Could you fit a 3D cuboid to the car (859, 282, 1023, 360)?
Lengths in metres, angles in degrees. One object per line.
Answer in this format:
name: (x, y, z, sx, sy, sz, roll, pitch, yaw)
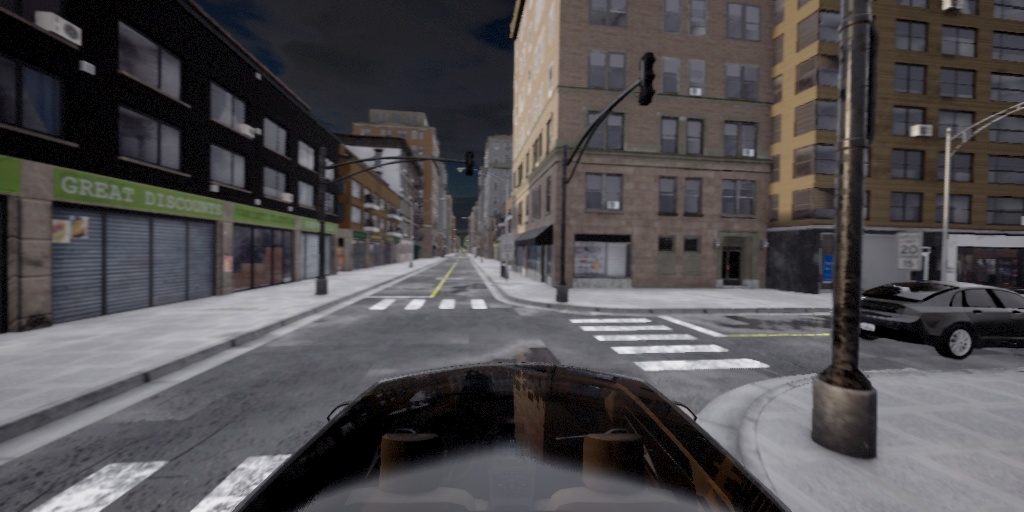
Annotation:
car: (10.334, 1.374, 8.323, 4.892, 1.490, 1.837, 1, 1, -8)
